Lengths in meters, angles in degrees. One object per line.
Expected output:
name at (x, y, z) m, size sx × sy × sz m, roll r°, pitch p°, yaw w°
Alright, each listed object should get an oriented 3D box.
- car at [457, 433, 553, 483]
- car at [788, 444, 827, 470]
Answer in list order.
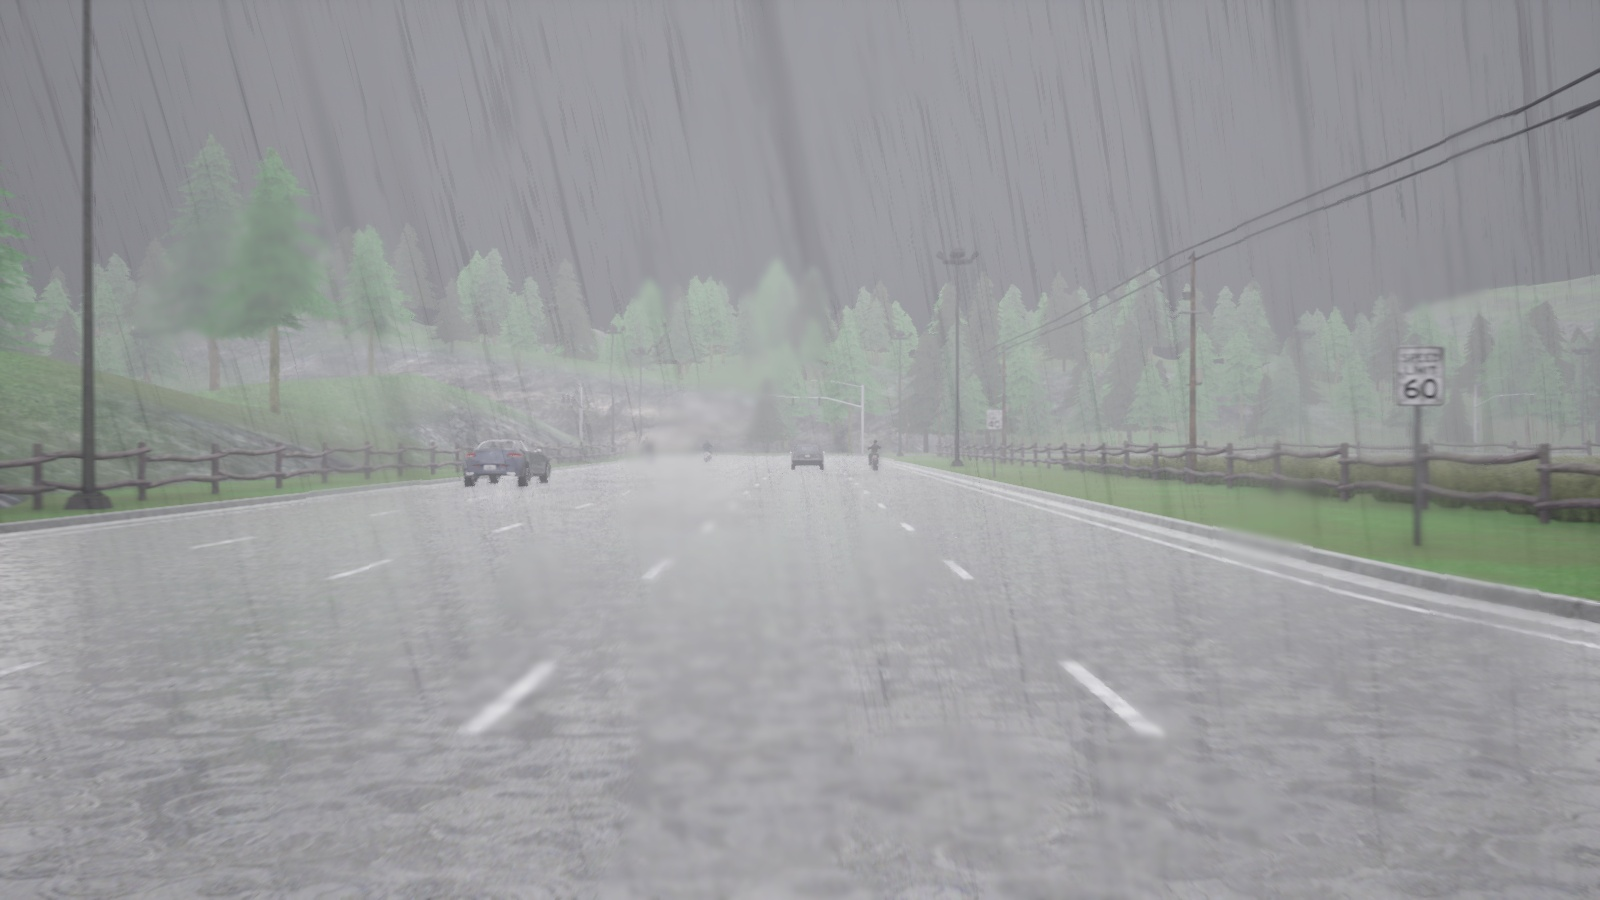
car at (-10.236, 0.244, 43.927) m, size 2.152 × 1.651 × 5.027 m, roll 0°, pitch 0°, yaw 0°
car at (0.409, 0.363, 69.529) m, size 2.033 × 1.411 × 5.357 m, roll 0°, pitch 0°, yaw 0°
